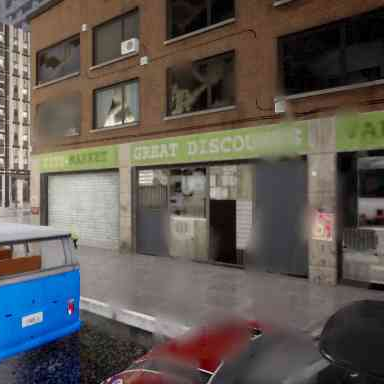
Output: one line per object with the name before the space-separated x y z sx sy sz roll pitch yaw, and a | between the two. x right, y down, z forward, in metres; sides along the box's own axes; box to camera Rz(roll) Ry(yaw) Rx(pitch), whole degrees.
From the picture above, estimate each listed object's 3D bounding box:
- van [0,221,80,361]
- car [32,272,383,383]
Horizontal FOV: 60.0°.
van | -3.485 1.343 5.197 3.998 1.788 1.690 0 0 35
car | 1.155 1.440 1.903 4.097 1.590 1.967 0 0 35
